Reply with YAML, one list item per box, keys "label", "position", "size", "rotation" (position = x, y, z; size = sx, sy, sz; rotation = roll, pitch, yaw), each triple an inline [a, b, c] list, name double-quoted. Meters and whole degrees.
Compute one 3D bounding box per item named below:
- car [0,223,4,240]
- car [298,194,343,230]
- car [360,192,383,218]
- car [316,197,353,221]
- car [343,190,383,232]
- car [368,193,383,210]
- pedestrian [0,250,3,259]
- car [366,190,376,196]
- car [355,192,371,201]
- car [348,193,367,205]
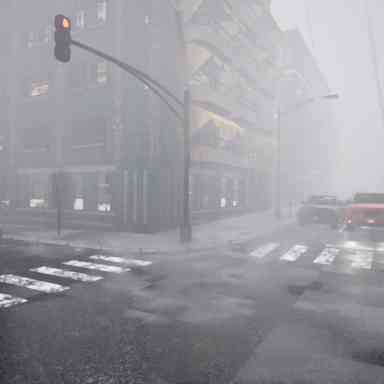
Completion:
- label: "car"
  position: [-10.065, 1.578, 14.760]
  size: [4.206, 1.307, 1.802]
  rotation: [0, 0, 31]
- label: "car"
  position: [7.667, 1.033, 19.446]
  size: [2.192, 1.841, 5.009]
  rotation: [2, 2, 30]
- label: "car"
  position: [14.565, 0.959, 26.097]
  size: [2.097, 1.767, 4.553]
  rotation: [1, 1, 31]
- label: "car"
  position: [10.471, 1.182, 24.263]
  size: [1.887, 1.381, 4.507]
  rotation: [2, 2, 30]
- label: "car"
  position: [9.698, 0.965, 17.856]
  size: [2.150, 2.045, 5.566]
  rotation: [1, 1, 30]
- label: "car"
  position: [19.698, 0.955, 34.762]
  size: [2.128, 1.511, 4.902]
  rotation: [1, 1, 30]
- label: "pedestrian"
  position: [-5.933, 1.291, 9.807]
  size: [0.375, 1.860, 0.375]
  rotation: [1, 1, 31]
- label: "car"
  position: [44.155, 0.265, 82.003]
  size: [1.802, 1.307, 4.206]
  rotation: [2, 2, 30]
- label: "car"
  position: [27.313, 0.725, 53.133]
  size: [1.947, 1.339, 4.313]
  rotation: [2, 2, 30]
- label: "car"
  position: [21.700, 0.884, 43.510]
  size: [1.947, 1.339, 4.313]
  rotation: [2, 2, 30]
